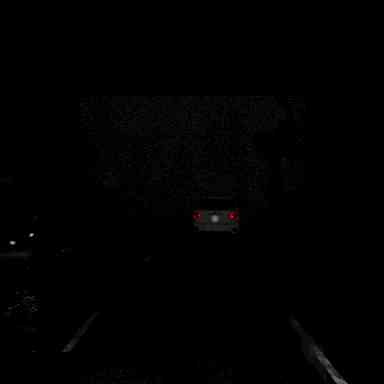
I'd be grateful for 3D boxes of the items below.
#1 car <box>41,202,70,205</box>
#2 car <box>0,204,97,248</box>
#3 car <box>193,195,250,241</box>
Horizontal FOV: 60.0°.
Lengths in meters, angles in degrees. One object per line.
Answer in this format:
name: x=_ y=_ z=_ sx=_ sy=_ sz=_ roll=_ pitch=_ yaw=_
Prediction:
car: x=-8.454 y=1.381 z=20.140 sx=1.882 sy=1.535 sz=5.008 roll=0 pitch=0 yaw=16
car: x=-6.169 y=1.476 z=14.878 sx=2.033 sy=1.411 sz=5.357 roll=0 pitch=0 yaw=10
car: x=1.573 y=1.144 z=16.393 sx=2.150 sy=2.045 sz=5.566 roll=0 pitch=0 yaw=13
